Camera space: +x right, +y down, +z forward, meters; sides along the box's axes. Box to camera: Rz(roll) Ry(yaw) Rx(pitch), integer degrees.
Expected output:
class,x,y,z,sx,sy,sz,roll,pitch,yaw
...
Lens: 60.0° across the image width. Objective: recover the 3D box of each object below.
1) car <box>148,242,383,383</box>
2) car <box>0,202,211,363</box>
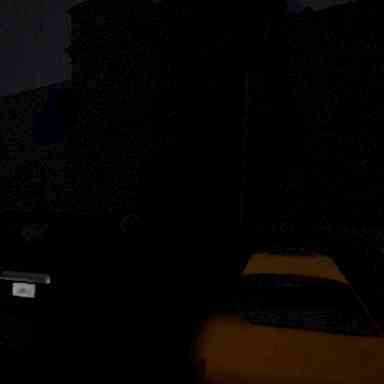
class,x,y,z,sx,sy,sz,roll,pitch,yaw
car,1.367,1.477,4.648,1.946,1.575,5.366,0,-1,16
car,-1.135,1.210,6.259,2.435,2.045,5.566,0,-1,16
